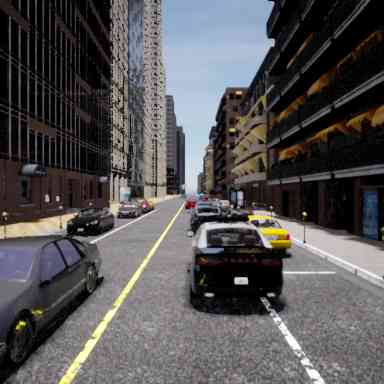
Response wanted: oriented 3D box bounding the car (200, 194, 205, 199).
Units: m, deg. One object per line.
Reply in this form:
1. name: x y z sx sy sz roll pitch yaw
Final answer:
1. car: 2.712 1.353 53.056 2.192 1.841 5.009 0 0 0

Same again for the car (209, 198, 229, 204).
1. car: 2.703 1.567 30.462 2.008 1.369 4.403 0 0 0

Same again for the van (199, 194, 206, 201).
1. van: 2.724 1.423 86.947 1.690 1.788 3.998 0 0 0

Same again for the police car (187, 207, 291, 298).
1. police car: 0.904 1.428 8.689 1.930 1.638 5.238 0 0 0

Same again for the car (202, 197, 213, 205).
1. car: 2.713 1.625 58.705 1.802 1.307 4.206 0 0 0

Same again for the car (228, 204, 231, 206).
1. car: 2.699 1.574 19.165 1.947 1.339 4.313 0 0 0

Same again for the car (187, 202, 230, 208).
1. car: 0.819 1.514 18.580 1.837 1.490 4.892 0 0 0

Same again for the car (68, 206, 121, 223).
1. car: -5.682 1.574 19.168 1.947 1.339 4.313 0 0 0

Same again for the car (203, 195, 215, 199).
1. car: 2.707 1.467 41.758 1.967 1.590 4.097 0 0 0

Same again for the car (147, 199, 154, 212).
1. car: -5.676 1.461 36.114 1.967 1.590 4.097 0 0 0

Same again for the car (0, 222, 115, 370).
1. car: -3.096 1.549 5.962 2.033 1.411 5.357 0 0 0

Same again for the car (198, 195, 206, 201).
1. car: 2.727 1.657 92.596 1.947 1.339 4.313 0 0 0

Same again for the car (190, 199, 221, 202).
1. car: 0.909 1.517 24.580 1.837 1.490 4.892 0 0 0

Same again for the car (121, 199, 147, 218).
1. car: -5.677 1.567 30.464 2.008 1.369 4.403 0 0 0

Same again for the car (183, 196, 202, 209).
1. car: 0.061 1.594 45.727 1.994 1.385 4.181 0 0 1

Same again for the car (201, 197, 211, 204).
1. car: 2.716 1.631 64.353 1.802 1.307 4.206 0 0 0
